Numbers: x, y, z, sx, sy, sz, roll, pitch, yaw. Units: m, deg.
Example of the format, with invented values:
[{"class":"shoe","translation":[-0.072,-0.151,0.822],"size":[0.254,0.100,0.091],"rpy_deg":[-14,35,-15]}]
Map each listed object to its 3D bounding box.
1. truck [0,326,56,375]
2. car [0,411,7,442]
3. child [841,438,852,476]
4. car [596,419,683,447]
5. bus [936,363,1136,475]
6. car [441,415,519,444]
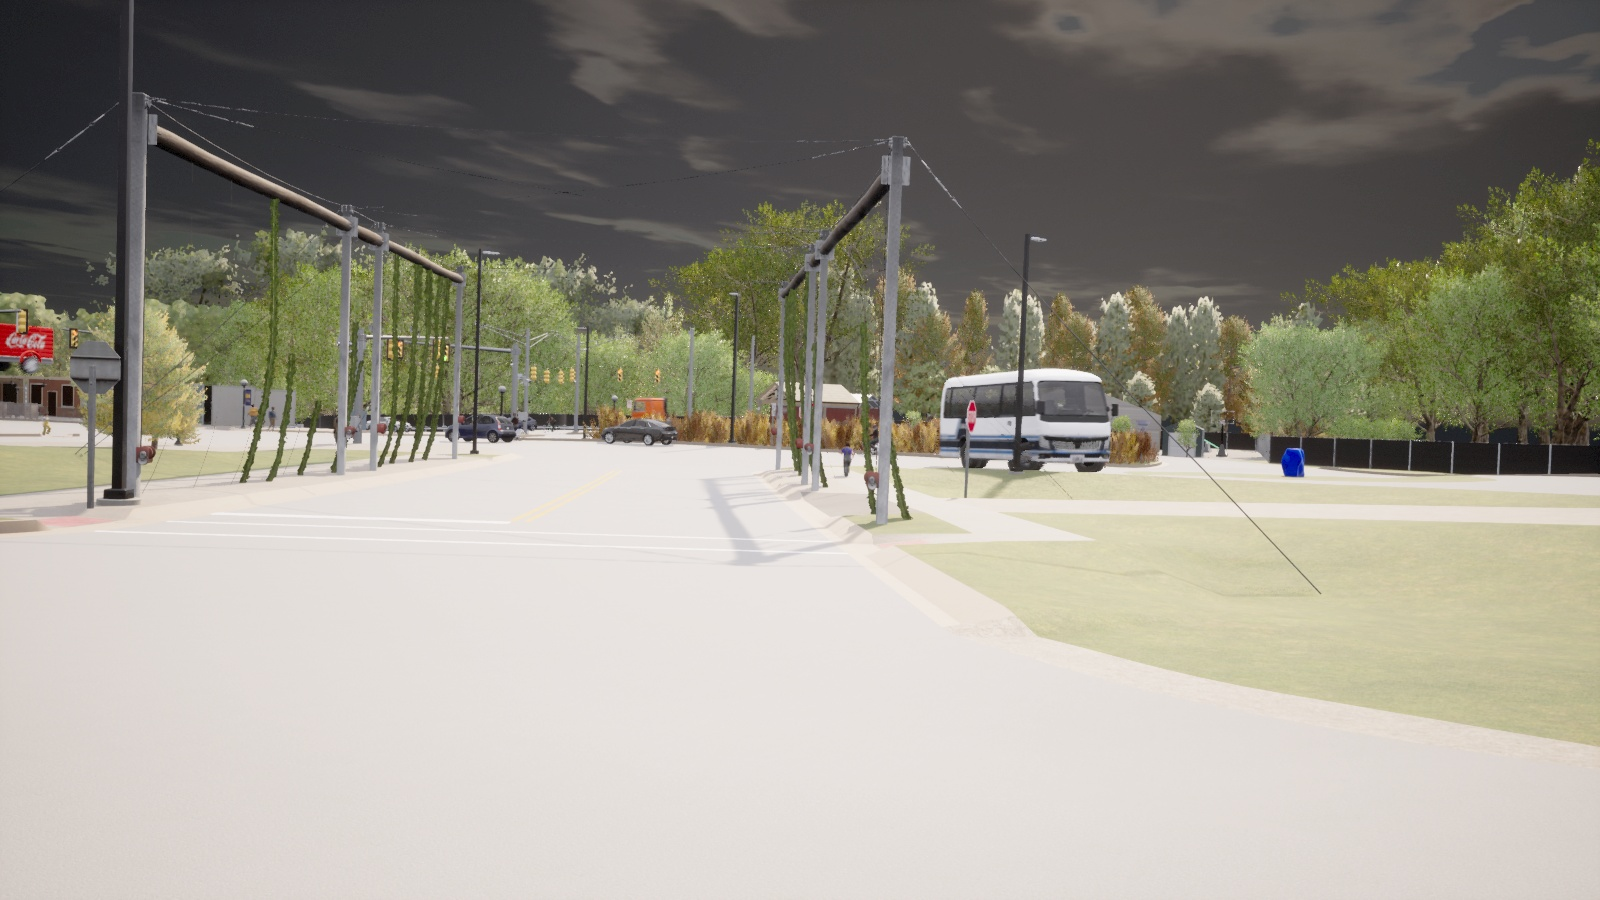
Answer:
[{"class":"truck","translation":[-43.544,-5.456,67.801],"size":[2.627,2.467,5.204],"rpy_deg":[5,3,21]},{"class":"car","translation":[-40.524,-1.166,59.393],"size":[2.128,1.511,4.902],"rpy_deg":[2,1,17]},{"class":"child","translation":[1.580,0.226,42.434],"size":[0.270,1.263,0.437],"rpy_deg":[2,2,-4]},{"class":"car","translation":[-9.354,-1.017,72.966],"size":[4.892,1.490,1.837],"rpy_deg":[2,3,31]},{"class":"bus","translation":[9.583,-1.237,52.856],"size":[3.944,4.253,10.273],"rpy_deg":[0,1,-17]},{"class":"car","translation":[-18.532,-1.213,72.726],"size":[3.988,1.617,1.851],"rpy_deg":[1,2,20]}]
